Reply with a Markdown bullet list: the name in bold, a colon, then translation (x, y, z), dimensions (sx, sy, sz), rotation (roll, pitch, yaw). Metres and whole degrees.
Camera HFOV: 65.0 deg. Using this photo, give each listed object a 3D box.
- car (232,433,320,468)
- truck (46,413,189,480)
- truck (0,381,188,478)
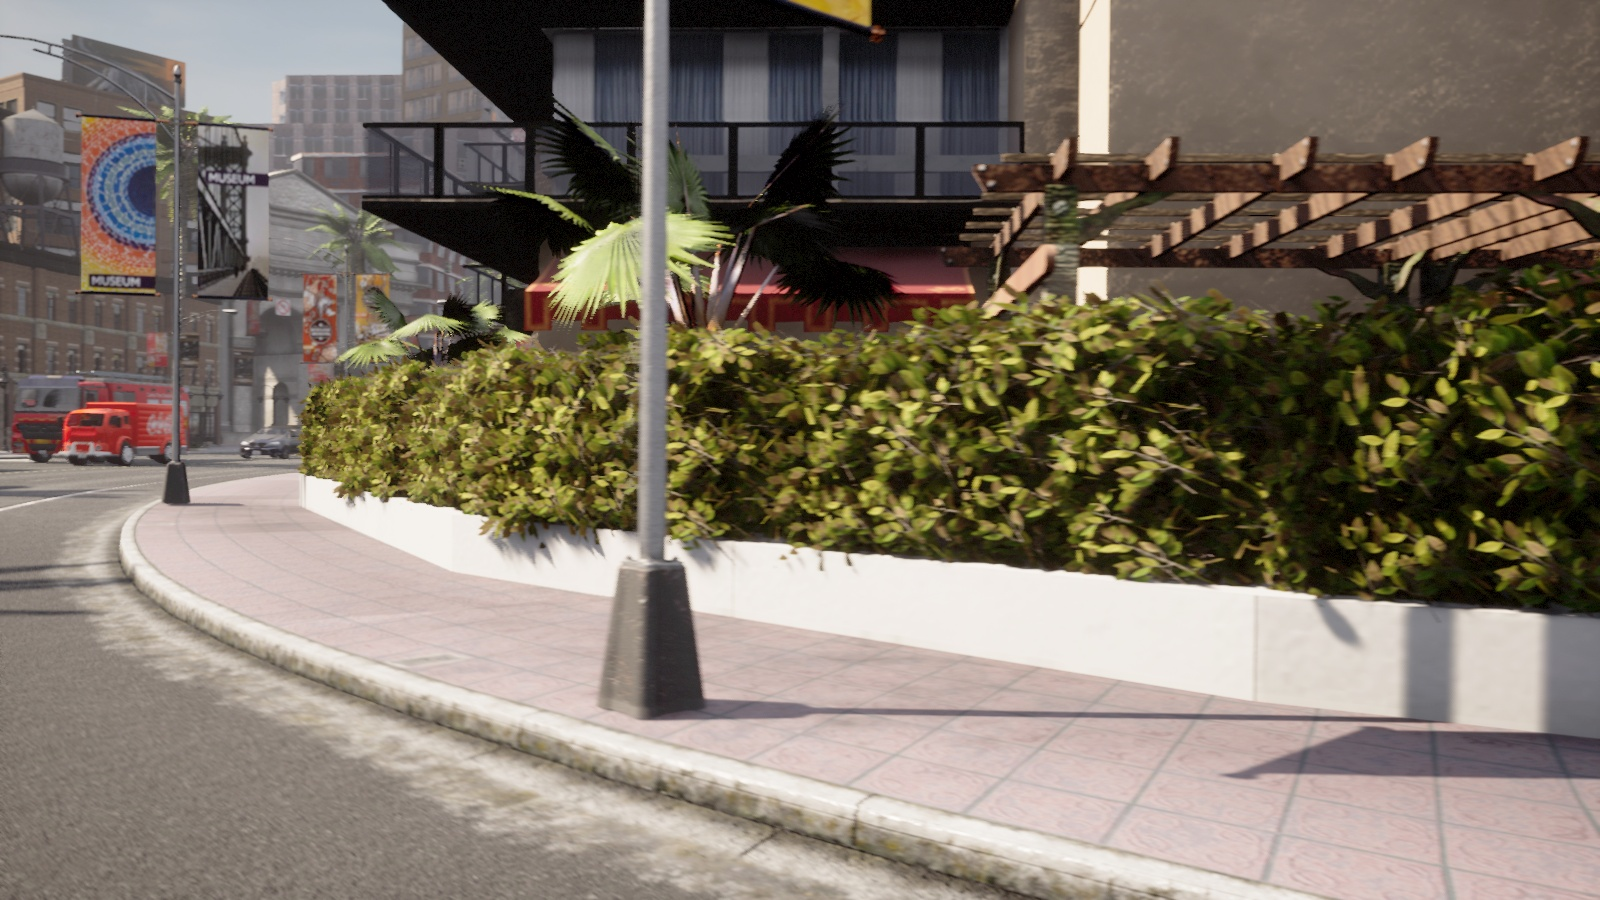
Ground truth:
- **car**: translation (-26.084, -0.001, 62.659), dimensions (2.242, 1.667, 4.611), rotation (0, 1, 3)
- **truck**: translation (-26.783, -0.159, 49.541), dimensions (2.627, 2.467, 5.204), rotation (-1, 1, 3)
- **truck**: translation (-30.067, -0.866, 54.015), dimensions (2.891, 3.827, 8.468), rotation (0, 1, 3)
